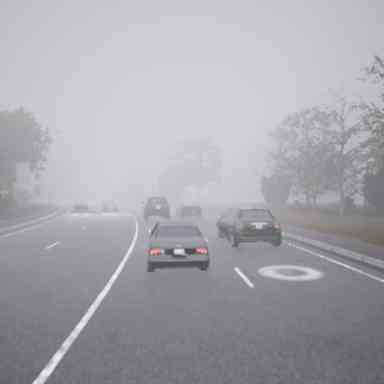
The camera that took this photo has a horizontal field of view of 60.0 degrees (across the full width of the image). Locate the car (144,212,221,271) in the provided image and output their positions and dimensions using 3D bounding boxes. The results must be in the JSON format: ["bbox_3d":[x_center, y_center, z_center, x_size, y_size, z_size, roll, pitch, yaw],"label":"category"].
[{"bbox_3d":[-0.531,1.625,11.232,2.033,1.411,5.357,0,0,-4],"label":"car"}]

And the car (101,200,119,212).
[{"bbox_3d":[-10.659,1.789,43.125,2.128,1.511,4.902,0,0,-18],"label":"car"}]

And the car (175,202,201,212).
[{"bbox_3d":[-0.449,1.706,33.118,1.882,1.535,5.008,0,0,-13],"label":"car"}]

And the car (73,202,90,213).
[{"bbox_3d":[-13.903,1.888,41.899,1.895,1.301,4.718,0,0,-18],"label":"car"}]

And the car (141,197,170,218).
[{"bbox_3d":[-3.353,1.429,30.150,2.150,2.045,5.566,0,-1,-12],"label":"car"}]

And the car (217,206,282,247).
[{"bbox_3d":[2.522,1.459,15.735,2.097,1.767,4.553,0,0,-6],"label":"car"}]
